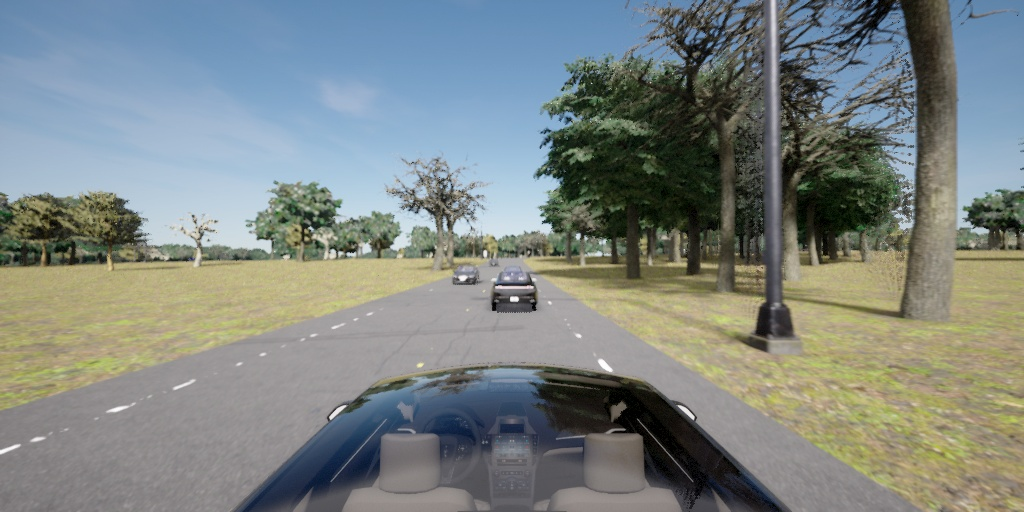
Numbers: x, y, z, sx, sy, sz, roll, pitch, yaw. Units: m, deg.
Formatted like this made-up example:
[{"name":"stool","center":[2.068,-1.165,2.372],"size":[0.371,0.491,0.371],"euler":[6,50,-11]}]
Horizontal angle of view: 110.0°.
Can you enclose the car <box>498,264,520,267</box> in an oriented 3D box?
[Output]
[{"name":"car","center":[0.093,1.540,31.321],"size":[2.033,1.411,5.357],"euler":[0,0,0]}]

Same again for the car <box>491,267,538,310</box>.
[{"name":"car","center":[0.094,1.408,15.741],"size":[2.128,1.511,4.902],"euler":[0,0,0]}]

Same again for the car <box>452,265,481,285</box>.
[{"name":"car","center":[-3.602,1.478,28.745],"size":[2.128,1.511,4.902],"euler":[0,0,0]}]
